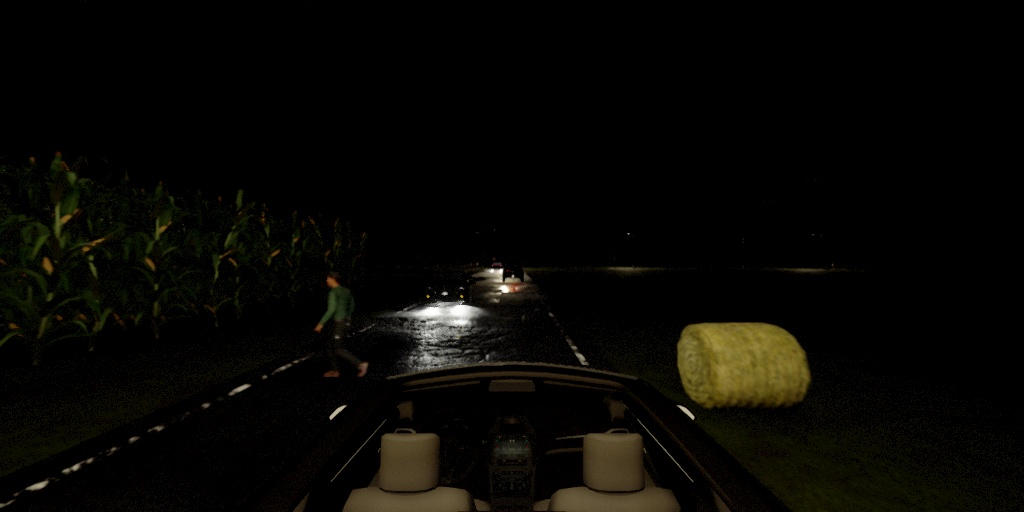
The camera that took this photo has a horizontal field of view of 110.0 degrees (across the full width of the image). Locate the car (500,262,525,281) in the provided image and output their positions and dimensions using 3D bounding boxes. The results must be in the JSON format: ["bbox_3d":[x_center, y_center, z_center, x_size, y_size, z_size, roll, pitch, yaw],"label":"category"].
[{"bbox_3d":[0.095,1.459,32.698,1.837,1.490,4.892,0,0,0],"label":"car"}]

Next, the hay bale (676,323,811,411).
[{"bbox_3d":[3.124,1.425,5.011,1.220,1.180,1.240,0,0,0],"label":"hay bale"}]

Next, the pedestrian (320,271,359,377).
[{"bbox_3d":[-2.839,1.071,5.911,0.375,1.860,0.375,0,0,-2],"label":"pedestrian"}]

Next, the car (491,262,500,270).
[{"bbox_3d":[-2.754,1.809,65.273,1.895,1.301,4.718,0,-1,0],"label":"car"}]

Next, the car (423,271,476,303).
[{"bbox_3d":[-2.845,1.410,17.148,1.994,1.385,4.181,0,0,0],"label":"car"}]
